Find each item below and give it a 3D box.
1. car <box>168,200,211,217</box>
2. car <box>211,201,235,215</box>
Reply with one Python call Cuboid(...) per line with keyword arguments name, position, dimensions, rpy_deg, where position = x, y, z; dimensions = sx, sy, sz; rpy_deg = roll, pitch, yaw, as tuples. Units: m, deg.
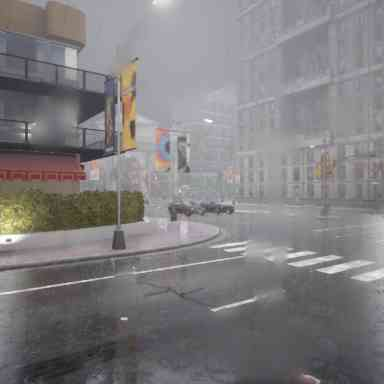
Cuboid(name="car", position=(-0.598, 1.526, 32.112), dimensions=(1.812, 1.442, 4.674), rpy_deg=(0, 0, -35))
Cuboid(name="car", position=(2.251, 1.601, 34.143), dimensions=(1.895, 1.301, 4.718), rpy_deg=(0, 0, -35))
